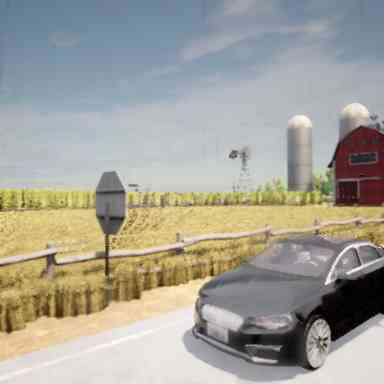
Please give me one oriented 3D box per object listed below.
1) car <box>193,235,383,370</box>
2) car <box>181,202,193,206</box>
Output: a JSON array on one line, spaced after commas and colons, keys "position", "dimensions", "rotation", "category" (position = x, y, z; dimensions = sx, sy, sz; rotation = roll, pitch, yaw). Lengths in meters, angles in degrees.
[{"position": [2.183, 1.588, 5.985], "dimensions": [4.902, 1.511, 2.128], "rotation": [0, -1, -41], "category": "car"}, {"position": [-1.005, 2.945, 74.897], "dimensions": [1.994, 1.385, 4.181], "rotation": [0, -1, -17], "category": "car"}]
